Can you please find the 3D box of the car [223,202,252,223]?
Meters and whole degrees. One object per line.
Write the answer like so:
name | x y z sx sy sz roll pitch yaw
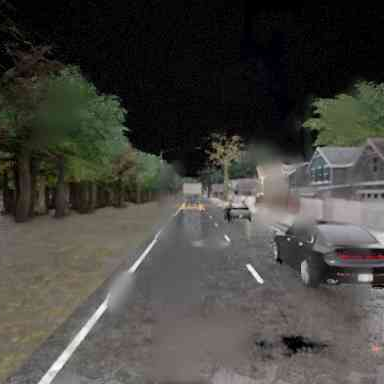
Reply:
car | 3.611 1.592 27.013 2.128 1.511 4.902 0 0 0

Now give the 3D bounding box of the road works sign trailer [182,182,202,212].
road works sign trailer | 0.018 0.621 40.433 2.380 3.560 2.880 0 0 0

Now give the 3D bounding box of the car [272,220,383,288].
car | 3.605 1.538 9.329 1.837 1.490 4.892 0 0 0
